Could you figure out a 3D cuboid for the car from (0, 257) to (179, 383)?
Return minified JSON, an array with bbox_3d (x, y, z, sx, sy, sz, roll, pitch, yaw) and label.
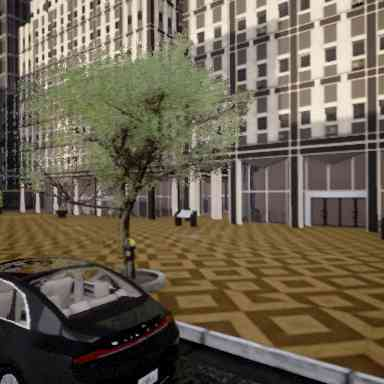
[{"bbox_3d":[-2.198,1.570,4.444,4.403,1.369,2.008,0,0,35],"label":"car"}]
